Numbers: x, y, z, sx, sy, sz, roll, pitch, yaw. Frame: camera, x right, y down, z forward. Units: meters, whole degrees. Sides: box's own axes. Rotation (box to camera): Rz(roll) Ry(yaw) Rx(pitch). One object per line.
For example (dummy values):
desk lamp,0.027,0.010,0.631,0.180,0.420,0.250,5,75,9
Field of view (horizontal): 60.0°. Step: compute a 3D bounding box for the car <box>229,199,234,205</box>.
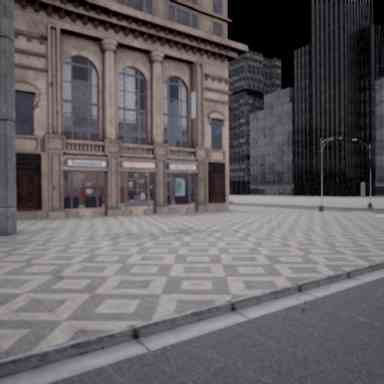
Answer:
car,4.407,1.367,51.388,1.895,1.301,4.718,-1,1,-34
